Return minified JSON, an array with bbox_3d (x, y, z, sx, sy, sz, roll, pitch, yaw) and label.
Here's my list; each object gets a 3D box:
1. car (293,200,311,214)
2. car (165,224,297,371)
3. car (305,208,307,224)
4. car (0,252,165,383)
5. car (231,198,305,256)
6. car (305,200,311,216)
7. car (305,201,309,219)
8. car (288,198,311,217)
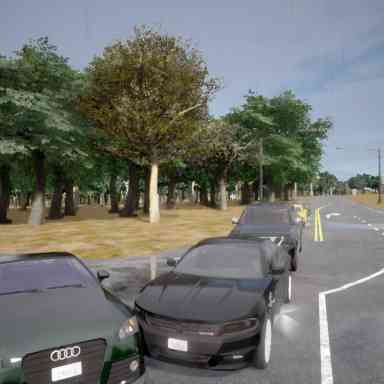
[{"bbox_3d":[13.328,1.748,40.141,1.812,1.442,4.674,-1,0,21],"label":"car"},{"bbox_3d":[0.740,1.613,6.256,1.882,1.535,5.008,-1,-2,21],"label":"car"},{"bbox_3d":[5.091,1.775,18.300,1.895,1.301,4.718,-1,0,21],"label":"car"},{"bbox_3d":[-2.306,1.643,4.960,1.994,1.385,4.181,1,-2,-33],"label":"car"},{"bbox_3d":[2.862,1.460,12.396,2.150,2.045,5.566,-2,0,21],"label":"car"},{"bbox_3d":[9.302,1.725,29.557,1.812,1.442,4.674,-1,0,21],"label":"car"},{"bbox_3d":[7.241,1.664,24.053,1.882,1.535,5.008,-1,0,21],"label":"car"},{"bbox_3d":[11.331,1.563,34.931,2.097,1.767,4.553,-1,0,21],"label":"car"}]
